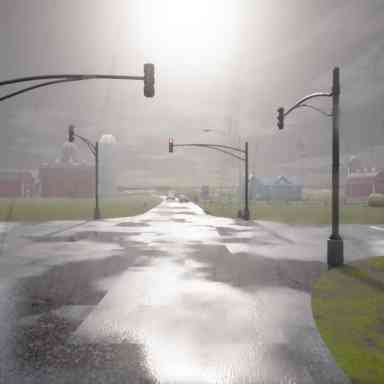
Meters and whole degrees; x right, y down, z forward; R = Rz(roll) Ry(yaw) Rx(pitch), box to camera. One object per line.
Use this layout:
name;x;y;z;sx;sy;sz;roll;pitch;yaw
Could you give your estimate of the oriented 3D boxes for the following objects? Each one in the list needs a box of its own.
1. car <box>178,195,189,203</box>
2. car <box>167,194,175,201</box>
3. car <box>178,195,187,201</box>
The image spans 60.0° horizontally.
car;-1.722;1.623;69.841;1.895;1.301;4.718;0;0;-3
car;-4.709;1.182;73.840;1.812;1.442;4.674;0;0;-3
car;-2.333;1.463;79.825;1.837;1.490;4.892;0;0;-4
